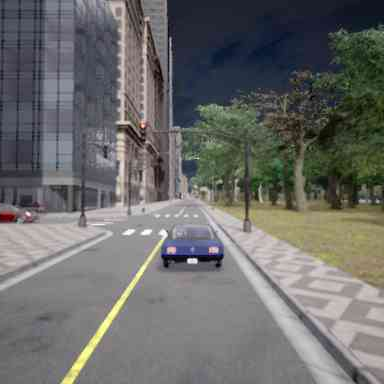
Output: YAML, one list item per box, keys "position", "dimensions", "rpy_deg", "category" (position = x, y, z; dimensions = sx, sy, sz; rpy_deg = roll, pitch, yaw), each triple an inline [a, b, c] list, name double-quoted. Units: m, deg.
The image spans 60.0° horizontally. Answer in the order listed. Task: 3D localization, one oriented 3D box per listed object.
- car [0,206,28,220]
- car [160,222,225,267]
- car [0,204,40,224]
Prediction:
- position: [-19.017, 2.060, 33.295]
  dimensions: [4.313, 1.339, 1.947]
  rpy_deg: [0, -2, 0]
  category: "car"
- position: [0.001, 1.727, 11.804]
  dimensions: [1.895, 1.301, 4.718]
  rpy_deg: [0, -1, 0]
  category: "car"
- position: [-13.549, 1.621, 24.790]
  dimensions: [4.097, 1.590, 1.967]
  rpy_deg: [0, -2, -1]
  category: "car"
